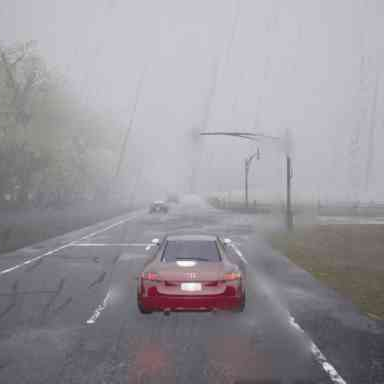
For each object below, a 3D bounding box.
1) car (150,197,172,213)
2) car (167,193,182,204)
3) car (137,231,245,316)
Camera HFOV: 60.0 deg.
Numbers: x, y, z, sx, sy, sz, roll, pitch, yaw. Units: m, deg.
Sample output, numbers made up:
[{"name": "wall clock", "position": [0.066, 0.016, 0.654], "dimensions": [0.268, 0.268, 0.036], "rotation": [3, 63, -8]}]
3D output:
[{"name": "car", "position": [-3.473, 1.533, 36.172], "dimensions": [1.812, 1.442, 4.674], "rotation": [0, 0, 0]}, {"name": "car", "position": [-3.507, 1.227, 61.939], "dimensions": [2.150, 2.045, 5.566], "rotation": [0, 0, 0]}, {"name": "car", "position": [-0.010, 1.566, 7.611], "dimensions": [1.994, 1.385, 4.181], "rotation": [0, 0, 0]}]
